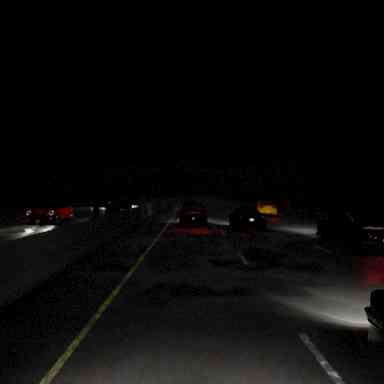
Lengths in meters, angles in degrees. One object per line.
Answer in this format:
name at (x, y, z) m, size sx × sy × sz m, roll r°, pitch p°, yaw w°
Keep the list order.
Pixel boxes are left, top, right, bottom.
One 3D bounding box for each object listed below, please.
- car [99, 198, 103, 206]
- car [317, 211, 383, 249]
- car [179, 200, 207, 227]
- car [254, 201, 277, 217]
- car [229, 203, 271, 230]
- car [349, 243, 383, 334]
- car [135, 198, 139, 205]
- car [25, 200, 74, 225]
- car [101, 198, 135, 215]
car at (-14.832, 1.774, 56.008) m, size 1.812 × 1.442 × 4.674 m, roll 0°, pitch 0°, yaw -1°
car at (7.105, 1.557, 14.552) m, size 2.128 × 1.511 × 4.902 m, roll 0°, pitch 0°, yaw 0°
car at (0.077, 1.585, 24.070) m, size 1.882 × 1.535 × 5.008 m, roll 0°, pitch 0°, yaw 0°
car at (6.937, 1.624, 32.990) m, size 1.882 × 1.535 × 5.008 m, roll 0°, pitch 0°, yaw -1°
car at (3.590, 1.662, 22.032) m, size 1.994 × 1.385 × 4.181 m, roll 0°, pitch 0°, yaw 0°
car at (3.602, 1.560, 2.701) m, size 2.033 × 1.411 × 5.357 m, roll 0°, pitch 0°, yaw 0°
car at (-11.565, 1.739, 65.492) m, size 1.895 × 1.301 × 4.718 m, roll 0°, pitch 0°, yaw -2°
car at (-10.641, 1.463, 25.147) m, size 2.097 × 1.767 × 4.553 m, roll 0°, pitch 0°, yaw 0°
car at (-7.252, 1.624, 33.014) m, size 1.882 × 1.535 × 5.008 m, roll 0°, pitch 0°, yaw -1°
